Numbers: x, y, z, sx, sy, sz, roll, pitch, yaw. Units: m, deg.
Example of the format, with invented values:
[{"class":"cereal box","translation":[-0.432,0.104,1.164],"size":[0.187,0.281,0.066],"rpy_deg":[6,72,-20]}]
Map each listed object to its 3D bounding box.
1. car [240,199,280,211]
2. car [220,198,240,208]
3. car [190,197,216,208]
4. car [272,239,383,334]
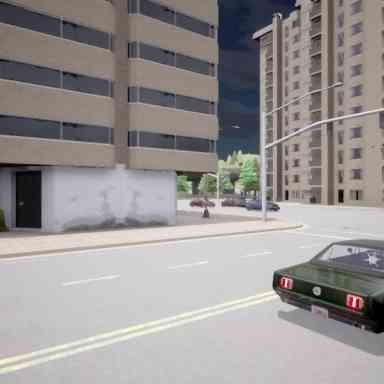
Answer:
[{"class":"car","translation":[8.172,1.564,38.938],"size":[1.994,1.385,4.181],"rpy_deg":[0,0,-36]},{"class":"car","translation":[5.915,1.564,48.302],"size":[1.994,1.385,4.181],"rpy_deg":[0,0,-36]},{"class":"car","translation":[1.483,1.526,48.193],"size":[1.812,1.442,4.674],"rpy_deg":[0,0,-36]},{"class":"car","translation":[3.839,1.601,6.516],"size":[4.718,1.301,1.895],"rpy_deg":[0,0,-35]}]
